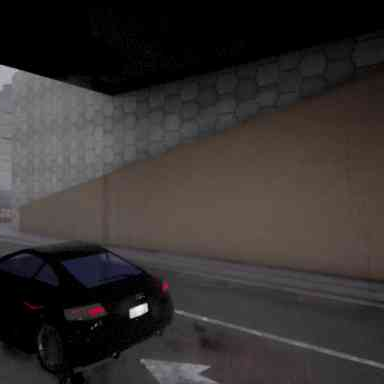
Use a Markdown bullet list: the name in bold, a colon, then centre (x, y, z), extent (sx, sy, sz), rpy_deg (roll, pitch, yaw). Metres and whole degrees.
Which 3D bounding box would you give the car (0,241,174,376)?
- **car**: centre (-2.347, 1.564, 5.649), extent (4.181, 1.385, 1.994), rpy_deg (0, 0, 36)

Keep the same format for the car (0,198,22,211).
- **car**: centre (-19.868, 1.294, 35.359), extent (1.853, 1.218, 4.536), rpy_deg (0, 0, -9)

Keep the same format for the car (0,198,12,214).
- **car**: centre (-16.119, 1.294, 32.545), extent (4.536, 1.218, 1.853), rpy_deg (0, 0, 1)
